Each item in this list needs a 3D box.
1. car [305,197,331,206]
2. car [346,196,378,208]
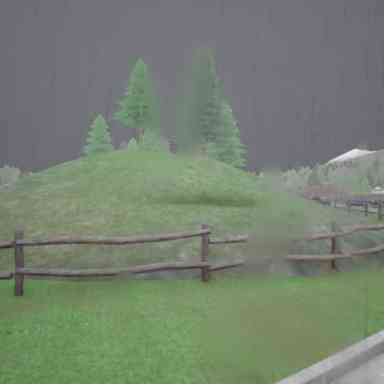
[{"bbox_3d":[20.061,1.505,53.074,1.837,1.490,4.892,0,0,-15],"label":"car"},{"bbox_3d":[24.825,1.352,48.726,2.097,1.767,4.553,0,0,-16],"label":"car"}]
